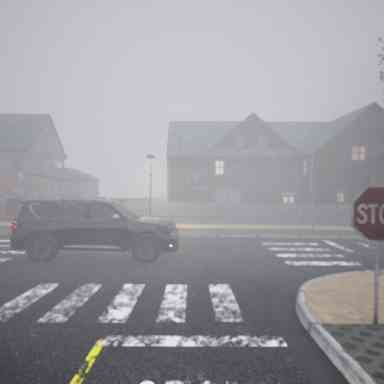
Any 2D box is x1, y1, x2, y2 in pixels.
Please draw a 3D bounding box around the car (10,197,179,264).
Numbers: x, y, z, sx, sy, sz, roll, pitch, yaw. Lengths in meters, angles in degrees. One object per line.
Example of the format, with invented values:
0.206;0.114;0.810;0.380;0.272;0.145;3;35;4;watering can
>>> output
-3.212;1.229;11.476;5.566;2.045;2.150;1;1;-1;car
